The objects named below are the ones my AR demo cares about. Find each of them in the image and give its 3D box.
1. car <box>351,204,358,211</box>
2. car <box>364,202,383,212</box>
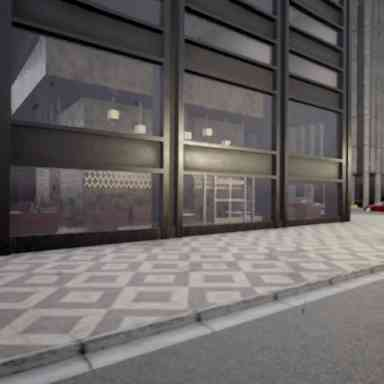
[{"bbox_3d":[20.130,1.880,45.559,1.752,1.417,4.829,0,-1,-36],"label":"car"},{"bbox_3d":[23.534,1.841,40.870,1.887,1.381,4.507,0,-1,-36],"label":"car"}]
